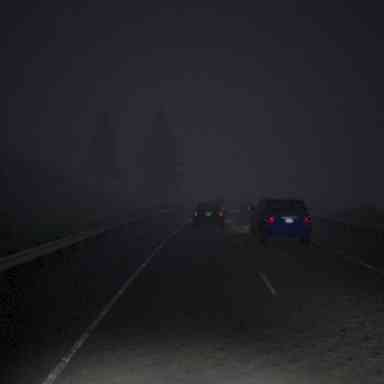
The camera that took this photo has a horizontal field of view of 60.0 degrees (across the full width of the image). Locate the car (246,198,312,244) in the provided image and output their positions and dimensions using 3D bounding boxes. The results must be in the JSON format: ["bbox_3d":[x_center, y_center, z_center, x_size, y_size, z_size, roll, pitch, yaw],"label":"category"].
[{"bbox_3d":[4.193,1.300,16.439,2.150,2.045,5.566,0,0,4],"label":"car"}]

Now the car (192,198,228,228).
[{"bbox_3d":[1.203,1.456,23.061,2.097,1.767,4.553,0,0,5],"label":"car"}]

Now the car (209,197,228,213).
[{"bbox_3d":[3.349,1.539,41.057,2.097,1.767,4.553,0,0,8],"label":"car"}]

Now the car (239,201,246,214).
[{"bbox_3d":[6.423,1.741,37.951,1.994,1.385,4.181,0,0,8],"label":"car"}]
